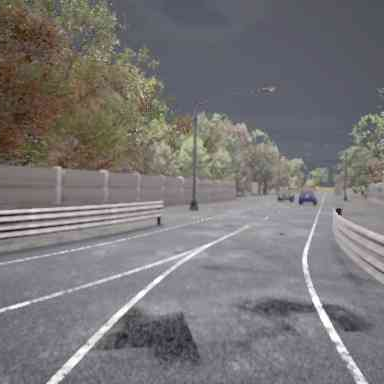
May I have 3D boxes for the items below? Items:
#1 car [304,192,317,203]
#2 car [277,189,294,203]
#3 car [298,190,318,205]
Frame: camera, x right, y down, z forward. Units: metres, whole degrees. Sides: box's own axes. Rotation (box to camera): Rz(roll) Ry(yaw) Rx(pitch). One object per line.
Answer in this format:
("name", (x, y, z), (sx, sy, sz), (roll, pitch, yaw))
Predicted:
("car", (20.045, 0.865, 55.981), (1.882, 1.535, 5.008), (1, 1, 22))
("car", (15.016, 0.581, 52.967), (2.150, 2.045, 5.566), (2, 1, 23))
("car", (16.023, 0.725, 46.029), (2.150, 2.045, 5.566), (1, 1, 22))
